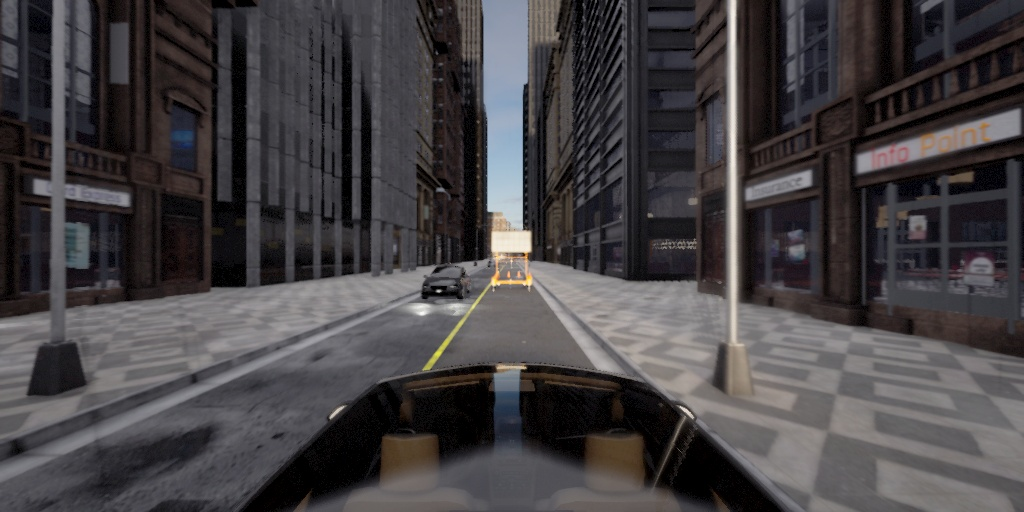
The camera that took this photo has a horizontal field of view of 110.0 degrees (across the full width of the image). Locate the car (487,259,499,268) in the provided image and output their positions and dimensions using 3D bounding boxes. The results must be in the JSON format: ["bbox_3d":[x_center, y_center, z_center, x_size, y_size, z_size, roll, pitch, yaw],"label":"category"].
[{"bbox_3d":[-3.113,1.240,59.818,2.128,1.511,4.902,0,0,1],"label":"car"}]

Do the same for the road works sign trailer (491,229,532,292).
[{"bbox_3d":[-0.024,0.207,21.472,2.380,3.560,2.880,0,0,0],"label":"road works sign trailer"}]

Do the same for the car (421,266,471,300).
[{"bbox_3d":[-3.118,1.248,17.697,1.837,1.490,4.892,0,0,0],"label":"car"}]
